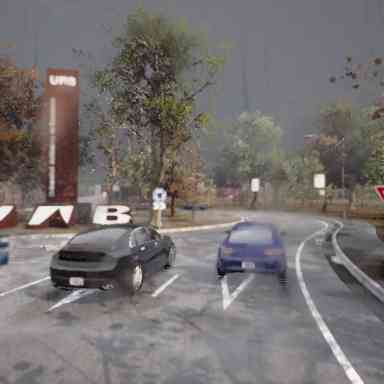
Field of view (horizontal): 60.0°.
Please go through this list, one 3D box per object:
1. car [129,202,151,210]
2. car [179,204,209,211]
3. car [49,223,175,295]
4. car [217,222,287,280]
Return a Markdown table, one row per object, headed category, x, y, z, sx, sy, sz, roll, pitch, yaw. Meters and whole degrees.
| category | x | y | z | sx | sy | sz | roll | pitch | yaw |
| --- | --- | --- | --- | --- | --- | --- | --- | --- | --- |
| car | -7.446 | 2.316 | 53.477 | 5.357 | 1.411 | 2.033 | 0 | -1 | 12 |
| car | 0.236 | 2.387 | 53.694 | 4.718 | 1.301 | 1.895 | 0 | -1 | 32 |
| car | -1.829 | 1.602 | 9.111 | 1.837 | 1.490 | 4.892 | 0 | -1 | 12 |
| car | 1.927 | 1.645 | 10.303 | 1.812 | 1.442 | 4.674 | 0 | -1 | 14 |
